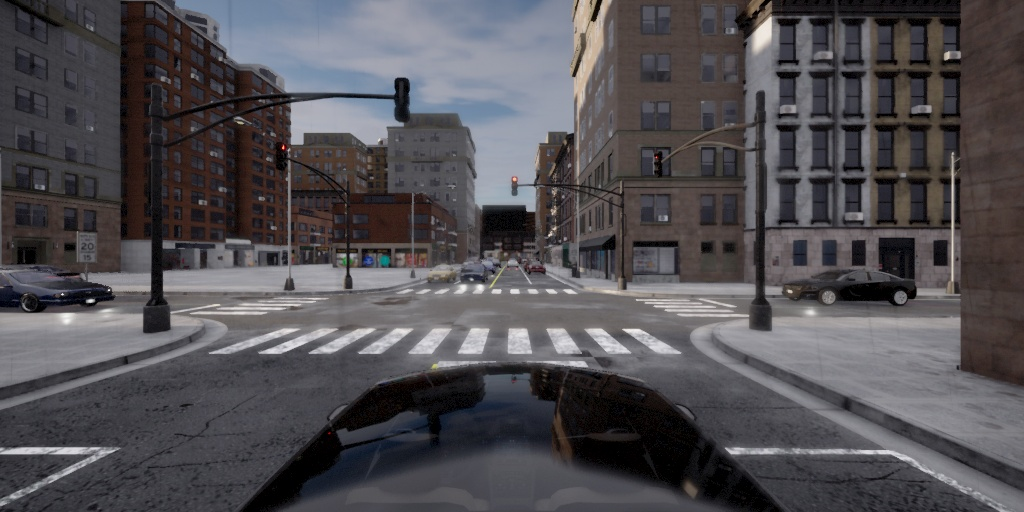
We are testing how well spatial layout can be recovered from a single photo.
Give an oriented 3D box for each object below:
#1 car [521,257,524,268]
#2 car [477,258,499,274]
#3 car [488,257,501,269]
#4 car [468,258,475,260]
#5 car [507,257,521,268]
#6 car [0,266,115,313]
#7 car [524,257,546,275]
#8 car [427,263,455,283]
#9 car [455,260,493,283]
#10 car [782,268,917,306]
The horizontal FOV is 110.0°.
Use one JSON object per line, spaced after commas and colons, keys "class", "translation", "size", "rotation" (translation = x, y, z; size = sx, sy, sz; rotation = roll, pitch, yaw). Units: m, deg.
{"class": "car", "translation": [2.644, 1.066, 45.066], "size": [2.192, 1.841, 5.009], "rotation": [0, 0, 0]}
{"class": "car", "translation": [-2.843, 1.277, 40.869], "size": [1.812, 1.442, 4.674], "rotation": [0, 0, 0]}
{"class": "car", "translation": [-2.774, 1.230, 58.803], "size": [1.882, 1.535, 5.008], "rotation": [0, 0, 1]}
{"class": "car", "translation": [-5.382, 1.302, 45.068], "size": [2.007, 1.370, 4.403], "rotation": [0, 0, 0]}
{"class": "car", "translation": [0.112, 1.279, 61.904], "size": [1.812, 1.442, 4.674], "rotation": [0, 0, 0]}
{"class": "car", "translation": [-17.802, 1.216, 12.888], "size": [5.357, 1.411, 2.033], "rotation": [0, 0, 0]}
{"class": "car", "translation": [2.643, 1.191, 39.404], "size": [1.967, 1.591, 4.097], "rotation": [0, 0, 0]}
{"class": "car", "translation": [-5.384, 1.276, 27.912], "size": [1.751, 1.417, 4.829], "rotation": [0, 0, 0]}
{"class": "car", "translation": [-2.845, 1.298, 28.165], "size": [2.033, 1.411, 5.357], "rotation": [0, 0, 0]}
{"class": "car", "translation": [14.774, 1.310, 15.873], "size": [5.008, 1.535, 1.882], "rotation": [0, 0, -1]}
